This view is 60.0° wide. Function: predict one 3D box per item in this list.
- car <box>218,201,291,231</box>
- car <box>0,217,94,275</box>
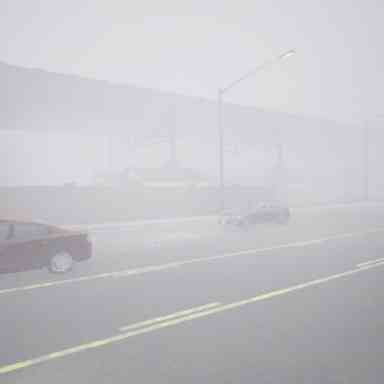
[{"bbox_3d":[3.716,1.304,19.490,4.902,1.511,2.128,-1,1,-35],"label":"car"},{"bbox_3d":[-5.223,1.470,8.856,5.008,1.535,1.882,-1,0,-35],"label":"car"}]
